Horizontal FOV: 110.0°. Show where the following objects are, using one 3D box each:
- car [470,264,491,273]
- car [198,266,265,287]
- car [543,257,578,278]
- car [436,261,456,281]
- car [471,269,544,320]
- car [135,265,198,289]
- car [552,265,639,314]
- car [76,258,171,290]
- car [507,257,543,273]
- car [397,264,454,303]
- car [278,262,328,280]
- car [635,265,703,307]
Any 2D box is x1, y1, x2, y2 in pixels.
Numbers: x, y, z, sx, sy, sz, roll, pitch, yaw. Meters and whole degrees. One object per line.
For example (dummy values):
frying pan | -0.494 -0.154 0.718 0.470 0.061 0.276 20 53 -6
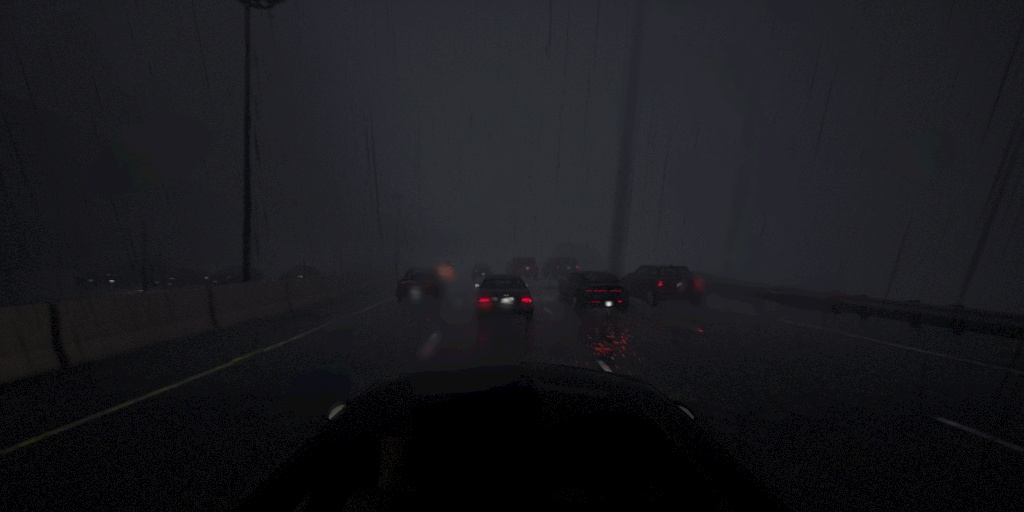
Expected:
car | -2.953 1.456 34.318 1.812 1.442 4.674 0 0 -10
car | -19.422 1.452 25.446 1.812 1.442 4.674 0 0 -8
car | 4.395 1.126 33.014 2.150 2.045 5.566 0 0 -9
car | -6.265 1.284 32.876 2.097 1.767 4.553 0 0 -10
car | -0.330 1.358 12.905 2.033 1.411 5.357 0 0 -4
car | -22.870 1.496 24.770 1.994 1.385 4.181 0 0 -8
car | 3.049 1.315 14.224 1.837 1.490 4.892 0 0 -3
car | -26.382 1.163 24.835 2.150 2.045 5.566 0 0 -9
car | 0.878 1.134 32.814 2.150 2.045 5.566 0 0 -9
car | -4.204 1.335 17.303 2.128 1.511 4.902 0 0 -5
car | -16.228 1.456 27.745 1.812 1.442 4.674 0 0 -9
car | 6.417 1.161 16.080 2.097 1.767 4.553 0 0 -4
